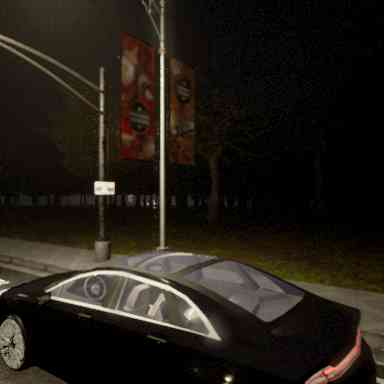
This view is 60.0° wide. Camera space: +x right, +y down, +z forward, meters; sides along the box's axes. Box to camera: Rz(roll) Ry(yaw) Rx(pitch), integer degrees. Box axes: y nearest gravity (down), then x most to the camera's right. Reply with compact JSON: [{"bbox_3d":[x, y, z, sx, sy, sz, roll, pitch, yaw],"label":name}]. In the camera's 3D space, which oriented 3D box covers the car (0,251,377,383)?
[{"bbox_3d":[-0.548,1.513,4.073,4.902,1.511,2.128,-1,0,35],"label":"car"}]
